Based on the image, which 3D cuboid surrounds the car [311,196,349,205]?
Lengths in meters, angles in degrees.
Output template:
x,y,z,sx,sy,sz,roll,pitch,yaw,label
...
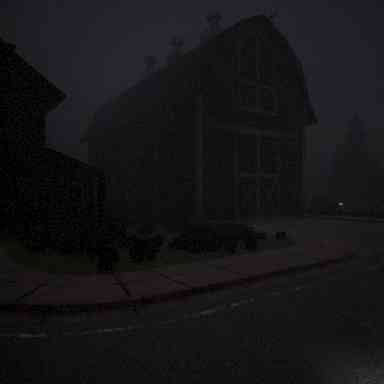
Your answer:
x,y,z,sx,sy,sz,roll,pitch,yaw,label
16.018,1.364,38.505,2.097,1.767,4.553,0,0,-34,car
